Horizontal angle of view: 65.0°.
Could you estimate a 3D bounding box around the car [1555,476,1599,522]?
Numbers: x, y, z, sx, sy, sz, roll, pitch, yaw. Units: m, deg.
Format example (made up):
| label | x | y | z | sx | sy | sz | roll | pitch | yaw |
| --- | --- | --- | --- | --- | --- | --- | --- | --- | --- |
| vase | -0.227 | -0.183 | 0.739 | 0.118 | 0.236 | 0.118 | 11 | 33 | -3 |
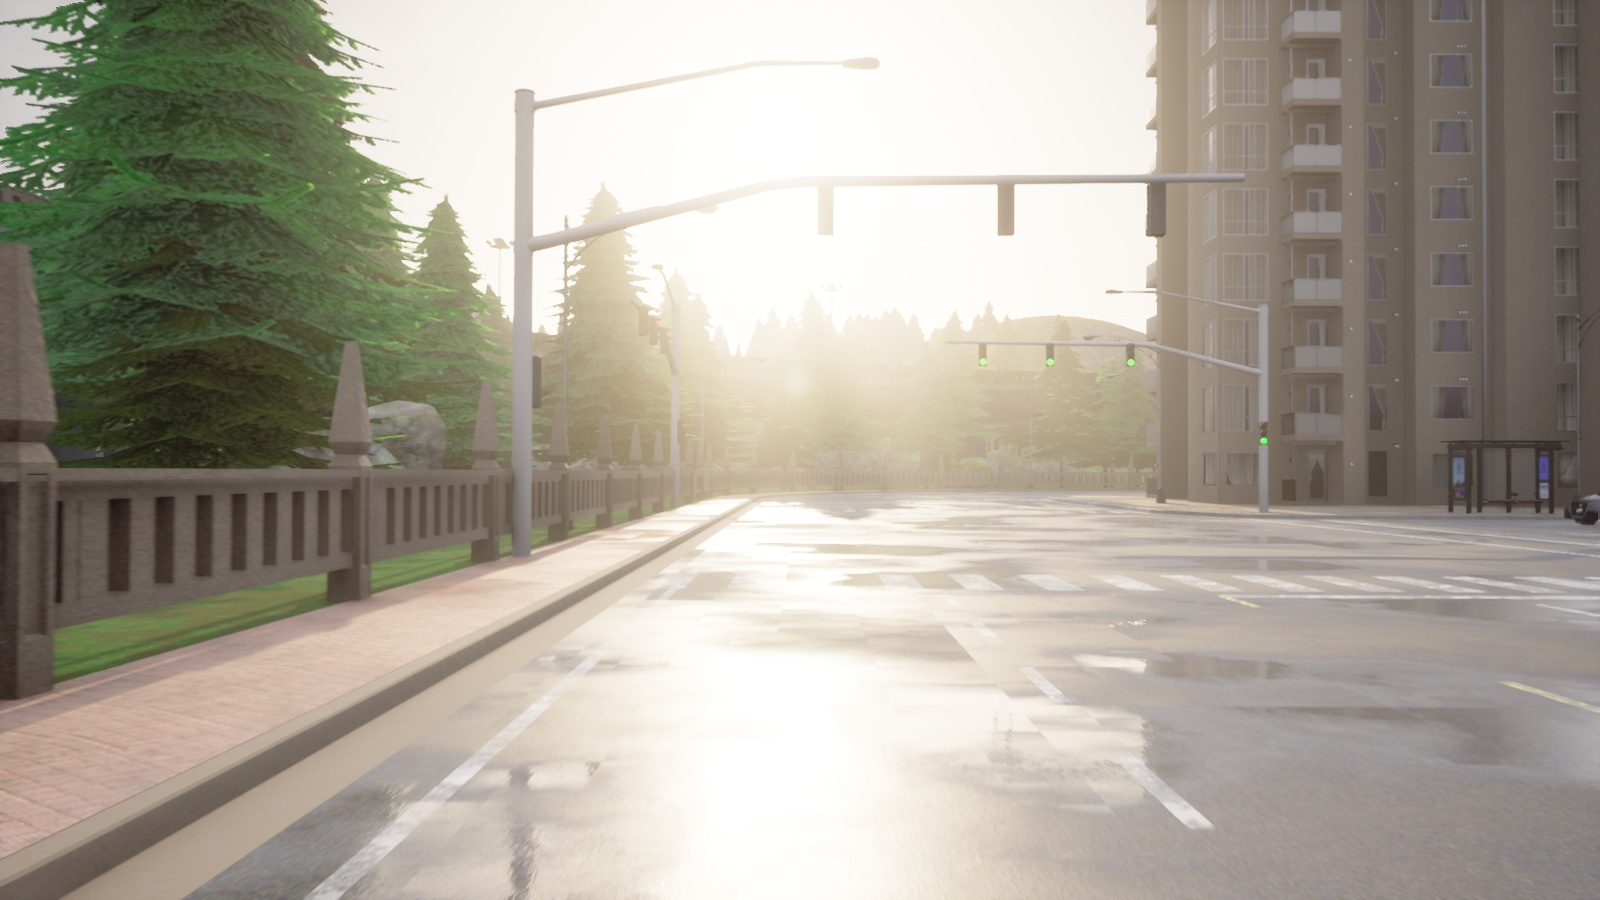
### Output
| label | x | y | z | sx | sy | sz | roll | pitch | yaw |
| --- | --- | --- | --- | --- | --- | --- | --- | --- | --- |
| car | 26.119 | 1.487 | 38.959 | 4.181 | 1.385 | 1.994 | 0 | -1 | 0 |
